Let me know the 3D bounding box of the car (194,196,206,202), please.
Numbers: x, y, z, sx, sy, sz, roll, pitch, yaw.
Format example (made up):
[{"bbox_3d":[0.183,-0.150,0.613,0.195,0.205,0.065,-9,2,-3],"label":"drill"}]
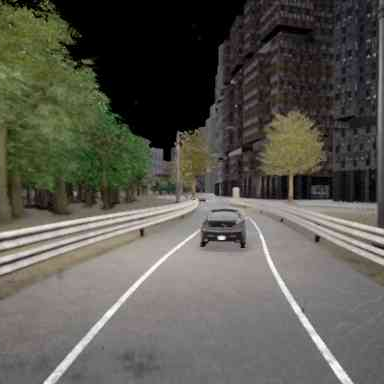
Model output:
[{"bbox_3d":[1.598,1.476,70.759,2.033,1.411,5.357,0,0,-11],"label":"car"}]

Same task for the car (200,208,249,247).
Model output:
[{"bbox_3d":[1.492,1.515,15.163,1.837,1.490,4.892,0,0,8],"label":"car"}]
